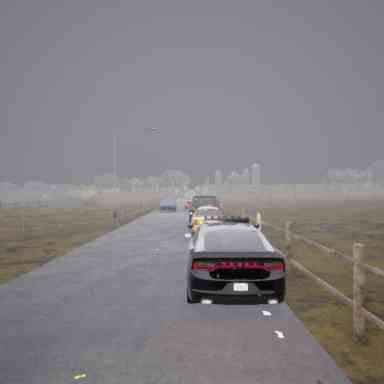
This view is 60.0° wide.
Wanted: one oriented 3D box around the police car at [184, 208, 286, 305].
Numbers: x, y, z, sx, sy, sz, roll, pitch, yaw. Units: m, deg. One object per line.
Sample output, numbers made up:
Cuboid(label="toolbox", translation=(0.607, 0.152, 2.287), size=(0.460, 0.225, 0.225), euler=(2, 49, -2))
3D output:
Cuboid(label="police car", translation=(0.842, 1.425, 8.291), size=(1.930, 1.638, 5.238), euler=(0, 0, 0))

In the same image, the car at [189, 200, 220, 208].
Cuboid(label="car", translation=(0.862, 1.457, 18.371), size=(1.801, 1.575, 5.366), euler=(0, 0, 0))

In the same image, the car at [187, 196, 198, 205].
Cuboid(label="car", translation=(0.119, 1.543, 58.431), size=(1.812, 1.442, 4.674), euler=(0, 0, 0))

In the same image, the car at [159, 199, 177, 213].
Cuboid(label="car", translation=(-2.674, 1.487, 37.818), size=(1.882, 1.535, 5.008), euler=(0, 0, 0))

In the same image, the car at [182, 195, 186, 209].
Cuboid(label="car", translation=(0.113, 1.367, 45.425), size=(2.097, 1.767, 4.553), euler=(0, 0, 1))

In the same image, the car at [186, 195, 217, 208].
Cuboid(label="car", translation=(0.875, 1.228, 24.212), size=(2.150, 2.045, 5.566), euler=(0, 0, 0))
